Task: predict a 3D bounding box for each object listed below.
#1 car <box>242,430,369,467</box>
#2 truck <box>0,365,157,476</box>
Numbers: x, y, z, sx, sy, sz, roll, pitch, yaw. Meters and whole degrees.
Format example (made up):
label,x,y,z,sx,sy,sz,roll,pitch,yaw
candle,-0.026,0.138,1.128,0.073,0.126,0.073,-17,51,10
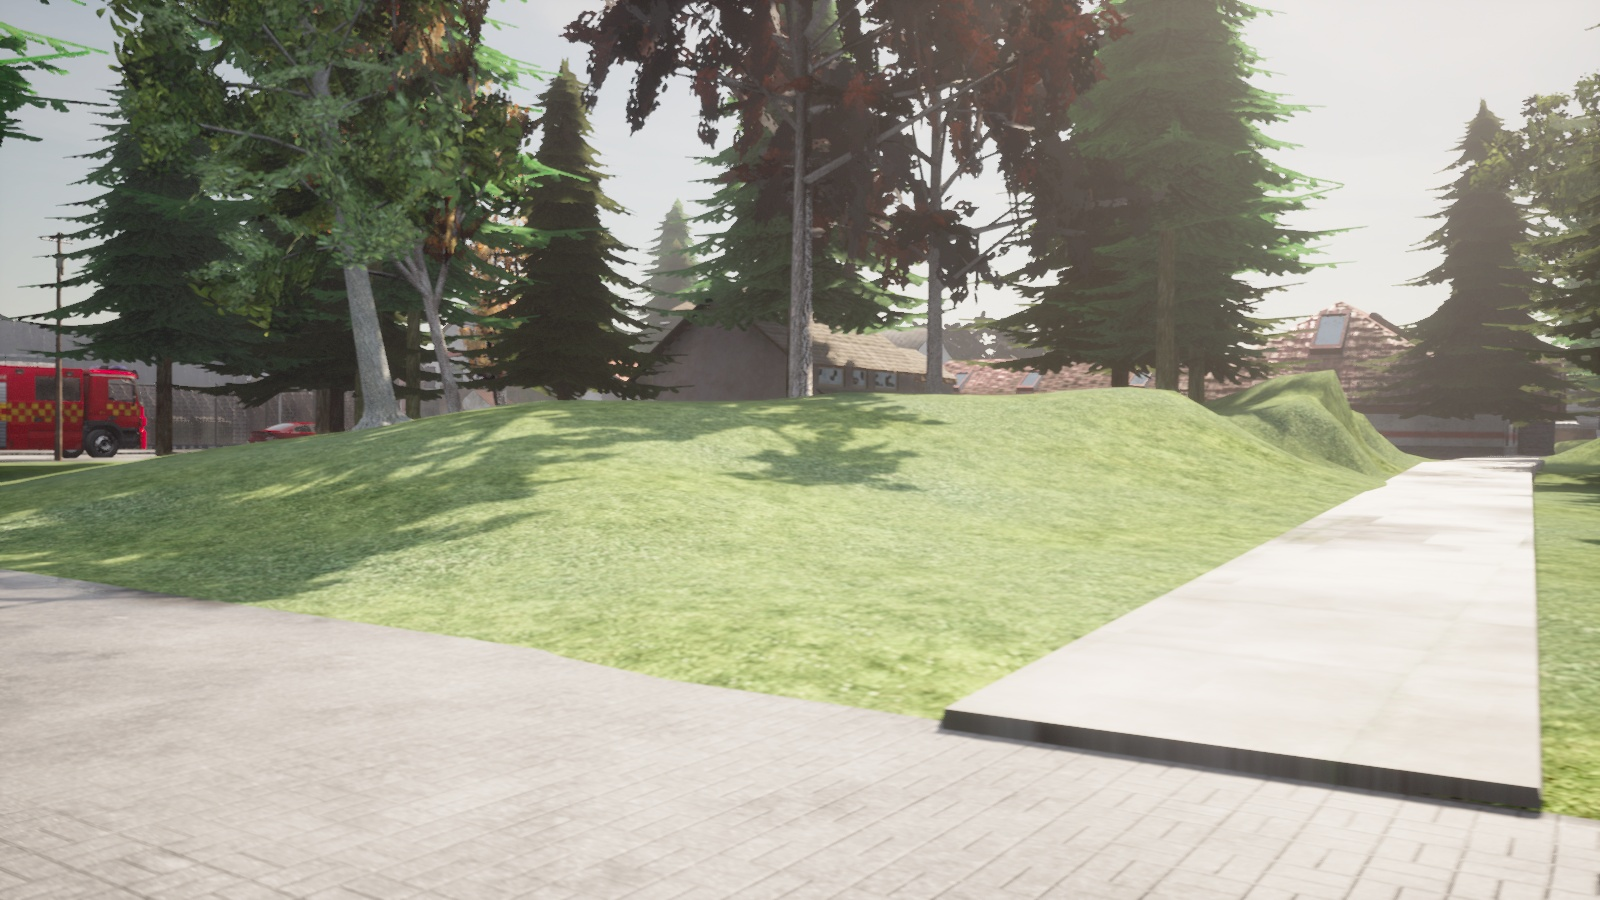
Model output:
label,x,y,z,sx,sy,sz,roll,pitch,yaw
car,-21.664,-0.095,55.191,1.882,1.535,5.008,0,1,33
truck,-28.194,-1.043,45.342,2.891,3.827,8.468,0,1,34
